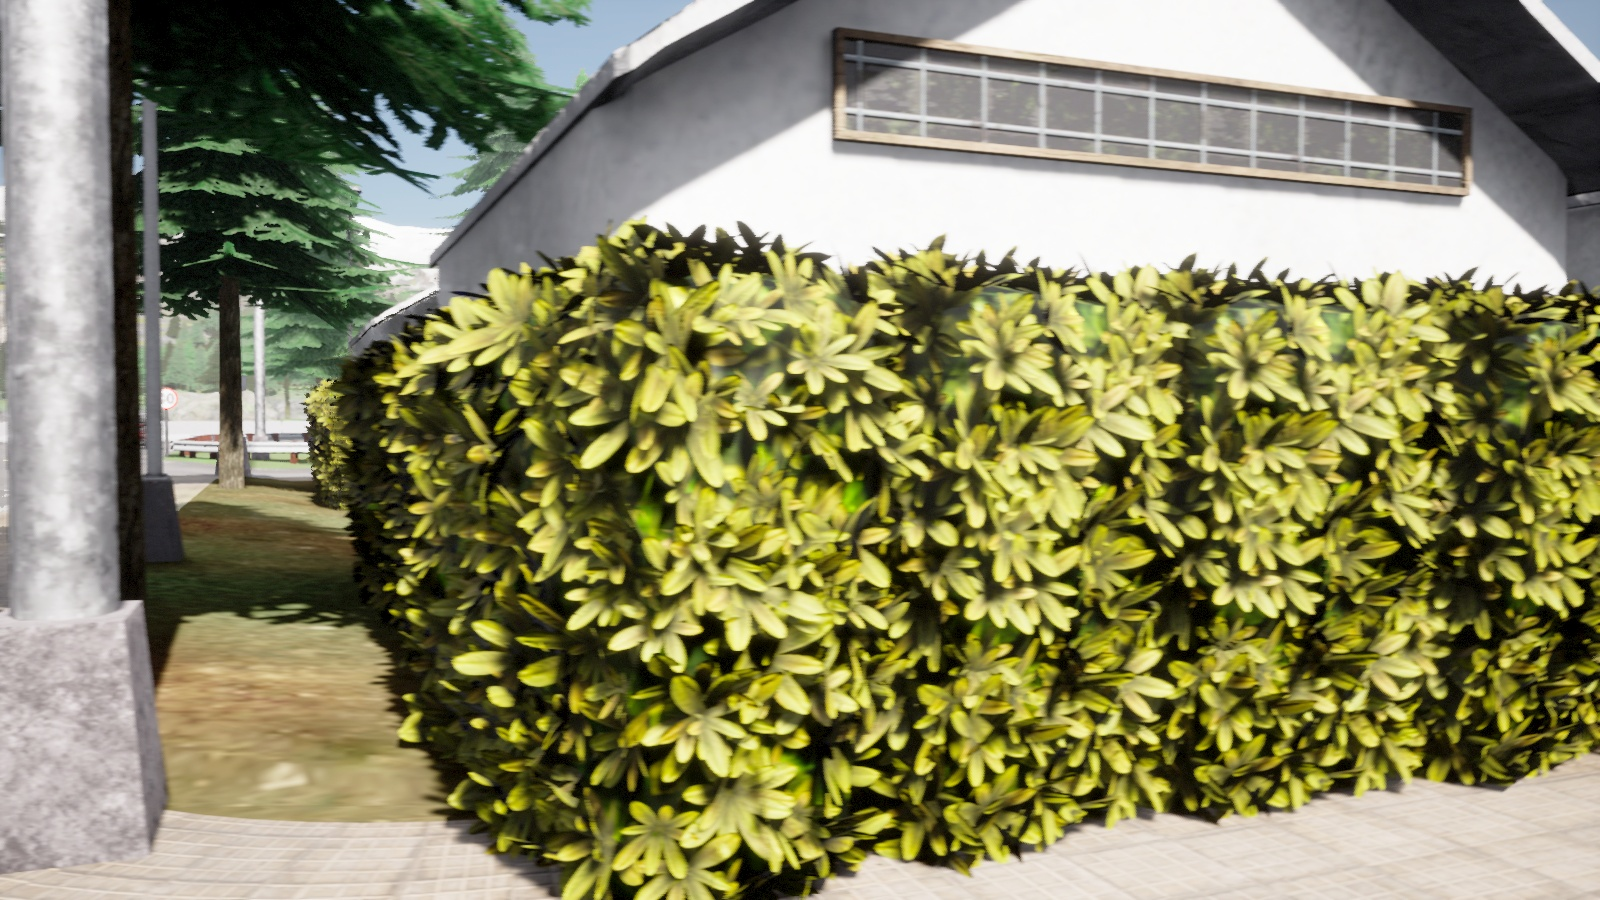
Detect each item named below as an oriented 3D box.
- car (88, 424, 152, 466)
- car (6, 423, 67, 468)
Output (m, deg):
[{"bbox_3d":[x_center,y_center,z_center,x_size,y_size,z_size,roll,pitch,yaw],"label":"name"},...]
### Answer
[{"bbox_3d":[-26.984,-0.227,49.959,1.789,1.549,3.705,-2,2,-22],"label":"car"},{"bbox_3d":[-31.717,-0.142,52.111,1.801,1.575,5.366,-3,-1,-34],"label":"car"}]
